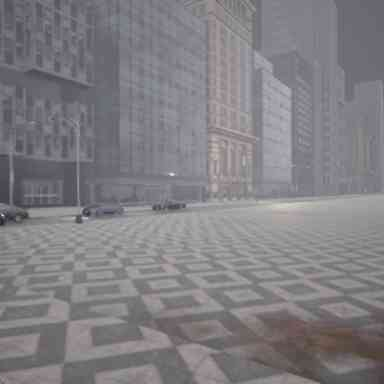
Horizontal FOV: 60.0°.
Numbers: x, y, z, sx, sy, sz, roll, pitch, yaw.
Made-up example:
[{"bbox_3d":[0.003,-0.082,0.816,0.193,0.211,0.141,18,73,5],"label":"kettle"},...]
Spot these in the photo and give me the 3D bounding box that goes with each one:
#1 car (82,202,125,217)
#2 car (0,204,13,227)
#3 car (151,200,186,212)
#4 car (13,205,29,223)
[{"bbox_3d":[-8.584,1.639,32.393,1.994,1.385,4.181,0,0,37],"label":"car"},{"bbox_3d":[-13.649,1.417,19.843,2.097,1.767,4.553,0,0,31],"label":"car"},{"bbox_3d":[-2.811,1.662,40.503,1.895,1.301,4.718,0,0,36],"label":"car"},{"bbox_3d":[-14.384,1.605,24.271,1.812,1.442,4.674,0,0,37],"label":"car"}]
